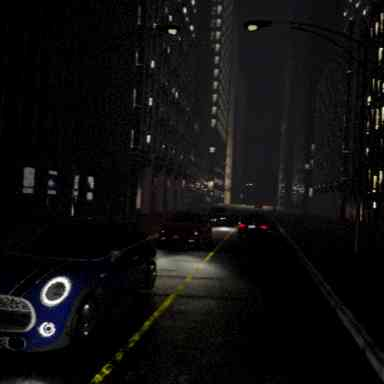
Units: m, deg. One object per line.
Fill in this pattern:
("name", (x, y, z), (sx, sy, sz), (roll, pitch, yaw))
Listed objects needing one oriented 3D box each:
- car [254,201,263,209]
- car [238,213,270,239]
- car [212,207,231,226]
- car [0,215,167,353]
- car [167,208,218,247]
("car", (17.080, 3.628, 85.754), (1.837, 1.490, 4.892), (3, -1, 12))
("car", (3.932, 2.064, 21.174), (2.033, 1.411, 5.357), (3, -1, 12))
("car", (2.294, 2.043, 28.575), (1.837, 1.490, 4.892), (3, -1, 12))
("car", (-2.217, 1.327, 6.440), (2.097, 1.767, 4.553), (3, -1, 12))
("car", (-0.146, 1.712, 16.655), (1.882, 1.535, 5.008), (3, -1, 12))
